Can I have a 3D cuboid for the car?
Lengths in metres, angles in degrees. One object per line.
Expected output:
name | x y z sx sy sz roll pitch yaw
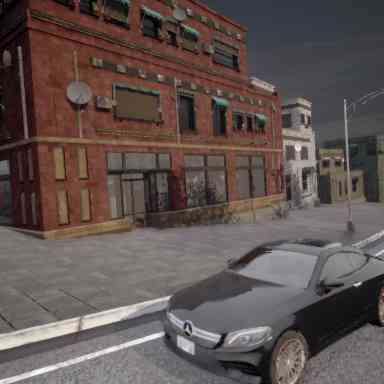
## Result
car | 1.690 1.541 5.412 4.674 1.442 1.812 0 0 -41
